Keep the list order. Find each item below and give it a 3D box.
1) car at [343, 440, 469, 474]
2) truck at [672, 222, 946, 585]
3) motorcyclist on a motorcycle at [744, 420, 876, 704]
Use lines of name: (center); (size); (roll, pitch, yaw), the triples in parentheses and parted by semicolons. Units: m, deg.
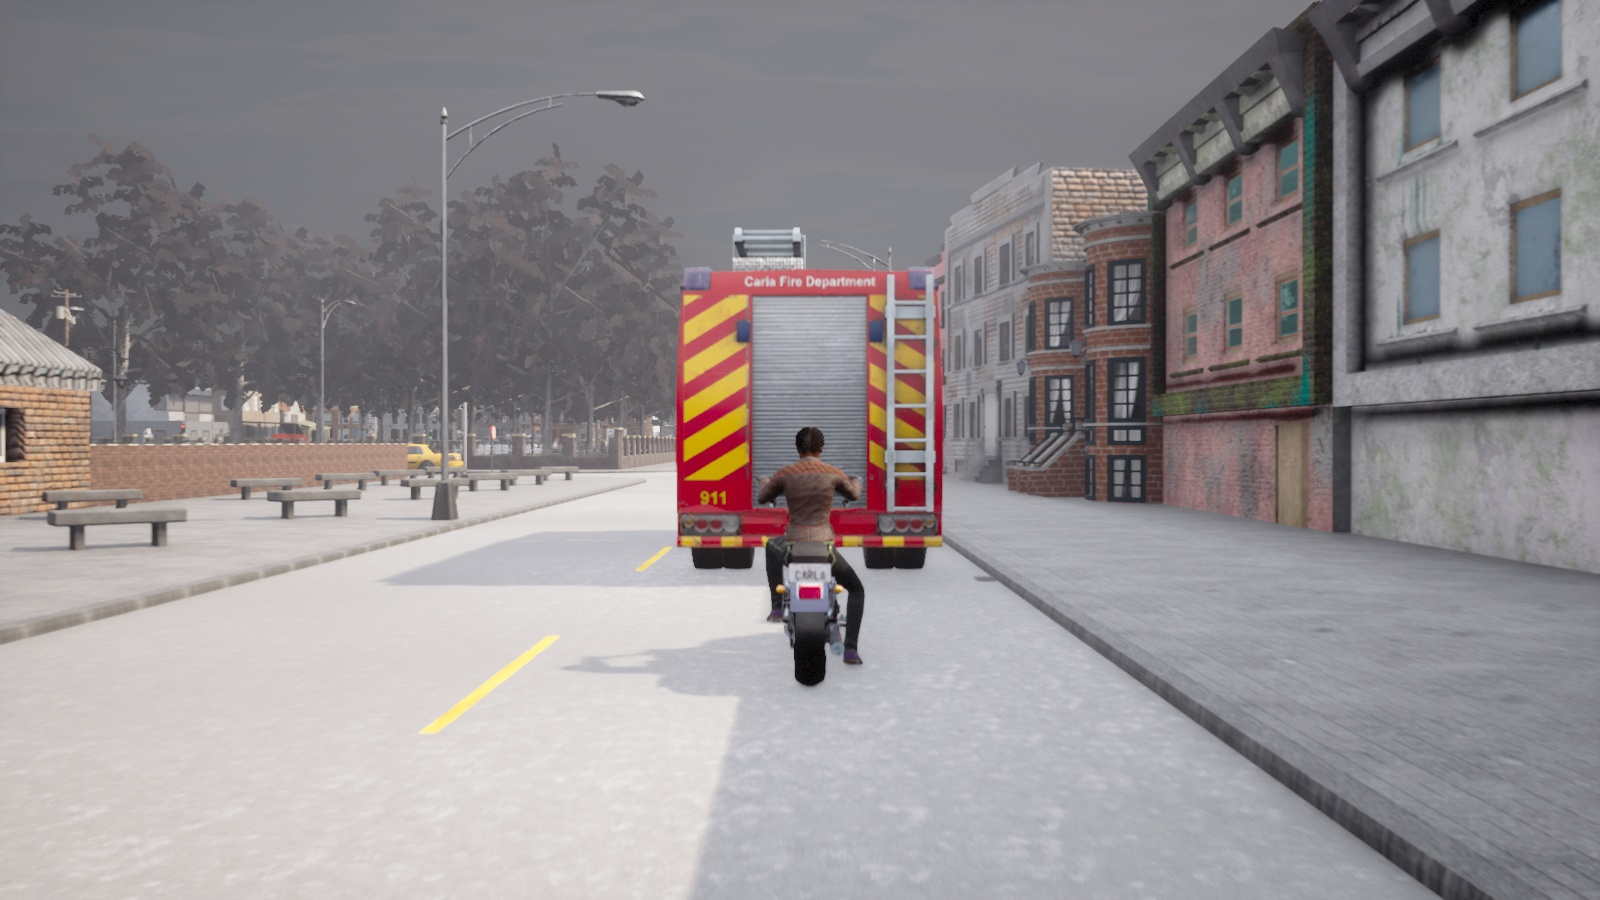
car: (-18.561, 0.336, 59.343); (5.366, 1.575, 1.801); (0, 0, -2)
truck: (0.118, -0.517, 17.478); (2.891, 3.827, 8.468); (0, 0, 0)
motorcyclist on a motorcycle: (0.065, 0.649, 8.479); (0.766, 1.649, 2.350); (0, 0, 0)
